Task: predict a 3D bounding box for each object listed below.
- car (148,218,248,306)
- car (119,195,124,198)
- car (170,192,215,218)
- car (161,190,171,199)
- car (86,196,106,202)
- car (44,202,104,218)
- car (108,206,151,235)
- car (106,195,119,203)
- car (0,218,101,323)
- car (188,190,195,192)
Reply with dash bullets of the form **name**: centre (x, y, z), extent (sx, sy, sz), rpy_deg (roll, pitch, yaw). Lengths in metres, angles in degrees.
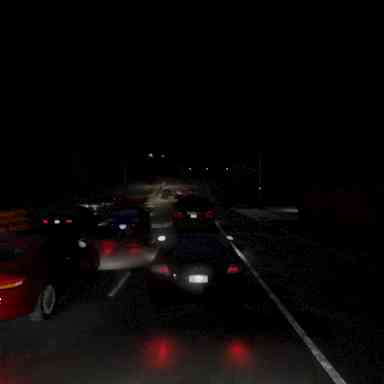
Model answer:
- **car**: centre (0.101, 1.568, 8.109), extent (1.994, 1.385, 4.181), rpy_deg (0, 0, 0)
- **car**: centre (-17.603, 1.369, 80.125), extent (1.882, 1.535, 5.008), rpy_deg (0, 1, 0)
- **car**: centre (0.114, 1.233, 18.718), extent (2.150, 2.045, 5.566), rpy_deg (0, 0, 1)
- **car**: centre (-7.145, 1.110, 87.071), extent (1.812, 1.442, 4.674), rpy_deg (0, 3, 0)
- **car**: centre (-17.590, 1.532, 60.134), extent (1.837, 1.490, 4.892), rpy_deg (0, 0, 0)
- **car**: centre (-6.908, 1.556, 19.477), extent (2.033, 1.411, 5.357), rpy_deg (0, 0, 0)
- **car**: centre (-3.405, 1.534, 18.676), extent (1.812, 1.442, 4.674), rpy_deg (0, 0, 0)
- **car**: centre (-17.545, 1.571, 70.036), extent (2.033, 1.411, 5.357), rpy_deg (0, 0, 0)
- **car**: centre (-3.409, 1.529, 7.092), extent (1.812, 1.442, 4.674), rpy_deg (0, 0, 0)
- **car**: centre (-0.147, 1.040, 87.500), extent (1.882, 1.535, 5.008), rpy_deg (0, 3, 0)
